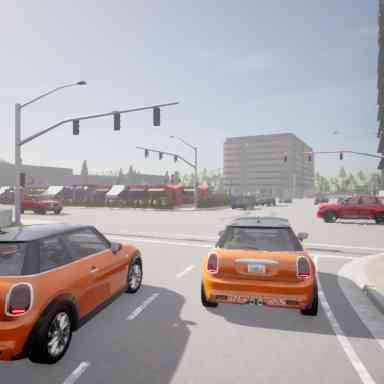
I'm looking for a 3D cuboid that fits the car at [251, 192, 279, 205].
[{"bbox_3d":[11.646,1.220,52.521,2.150,2.045,5.566,0,0,28],"label":"car"}]

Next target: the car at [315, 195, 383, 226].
[{"bbox_3d":[12.036,1.263,24.089,5.566,2.045,2.150,0,0,28],"label":"car"}]

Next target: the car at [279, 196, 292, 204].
[{"bbox_3d":[18.285,1.490,65.117,2.128,1.511,4.902,0,0,28],"label":"car"}]

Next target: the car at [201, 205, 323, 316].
[{"bbox_3d":[1.631,1.352,7.851,2.097,1.767,4.553,0,0,14],"label":"car"}]

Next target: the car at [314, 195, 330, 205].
[{"bbox_3d":[23.052,1.352,58.856,2.097,1.767,4.553,0,0,28],"label":"car"}]

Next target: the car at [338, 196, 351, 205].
[{"bbox_3d":[26.755,1.504,58.385,1.837,1.490,4.892,0,0,28],"label":"car"}]

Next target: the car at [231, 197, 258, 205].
[{"bbox_3d":[6.648,1.601,42.977,1.895,1.301,4.718,0,0,28],"label":"car"}]

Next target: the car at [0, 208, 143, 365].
[{"bbox_3d":[-2.486,1.352,6.145,2.097,1.767,4.553,0,0,10],"label":"car"}]

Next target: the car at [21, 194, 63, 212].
[{"bbox_3d":[-16.095,1.277,34.834,5.566,2.045,2.150,0,0,28],"label":"car"}]
